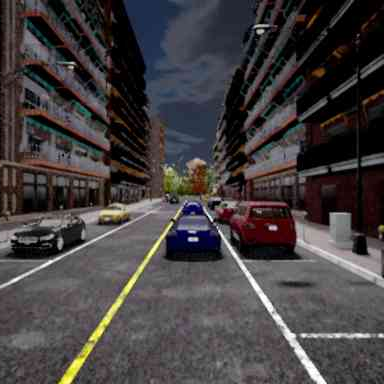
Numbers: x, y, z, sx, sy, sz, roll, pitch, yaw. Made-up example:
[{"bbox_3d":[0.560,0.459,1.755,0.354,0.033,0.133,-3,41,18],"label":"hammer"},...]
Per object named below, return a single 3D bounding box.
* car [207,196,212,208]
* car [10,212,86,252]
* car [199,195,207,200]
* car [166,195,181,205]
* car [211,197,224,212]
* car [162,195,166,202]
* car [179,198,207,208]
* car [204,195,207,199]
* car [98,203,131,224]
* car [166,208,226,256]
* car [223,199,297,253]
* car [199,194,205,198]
[{"bbox_3d":[3.202,1.416,41.407,1.882,1.535,5.008,0,0,0],"label":"car"},{"bbox_3d":[-5.660,1.529,13.623,2.008,1.369,4.403,1,0,0],"label":"car"},{"bbox_3d":[2.901,1.446,86.603,1.947,1.339,4.313,1,0,0],"label":"car"},{"bbox_3d":[-2.975,1.422,57.308,1.837,1.490,4.892,0,0,1],"label":"car"},{"bbox_3d":[2.738,1.402,24.713,1.967,1.590,4.097,1,0,0],"label":"car"},{"bbox_3d":[-5.586,1.335,74.870,1.967,1.590,4.097,1,0,0],"label":"car"},{"bbox_3d":[0.094,1.482,28.609,1.812,1.442,4.674,0,0,1],"label":"car"},{"bbox_3d":[3.212,1.406,48.407,1.882,1.535,5.008,0,0,0],"label":"car"},{"bbox_3d":[-5.643,1.488,24.589,1.752,1.417,4.829,1,0,0],"label":"car"},{"bbox_3d":[0.067,1.544,13.116,1.994,1.385,4.181,0,0,1],"label":"car"},{"bbox_3d":[2.724,1.294,13.577,2.192,1.841,5.009,1,0,0],"label":"car"},{"bbox_3d":[2.813,1.427,69.427,1.752,1.417,4.829,1,0,0],"label":"car"}]
